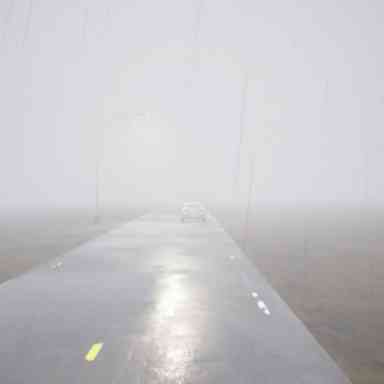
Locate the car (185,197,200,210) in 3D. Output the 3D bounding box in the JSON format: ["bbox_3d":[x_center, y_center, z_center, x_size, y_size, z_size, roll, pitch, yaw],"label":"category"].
[{"bbox_3d":[0.108,1.461,42.625,1.812,1.442,4.674,0,0,0],"label":"car"}]

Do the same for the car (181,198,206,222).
[{"bbox_3d":[0.105,1.486,25.980,1.812,1.442,4.674,0,0,0],"label":"car"}]
